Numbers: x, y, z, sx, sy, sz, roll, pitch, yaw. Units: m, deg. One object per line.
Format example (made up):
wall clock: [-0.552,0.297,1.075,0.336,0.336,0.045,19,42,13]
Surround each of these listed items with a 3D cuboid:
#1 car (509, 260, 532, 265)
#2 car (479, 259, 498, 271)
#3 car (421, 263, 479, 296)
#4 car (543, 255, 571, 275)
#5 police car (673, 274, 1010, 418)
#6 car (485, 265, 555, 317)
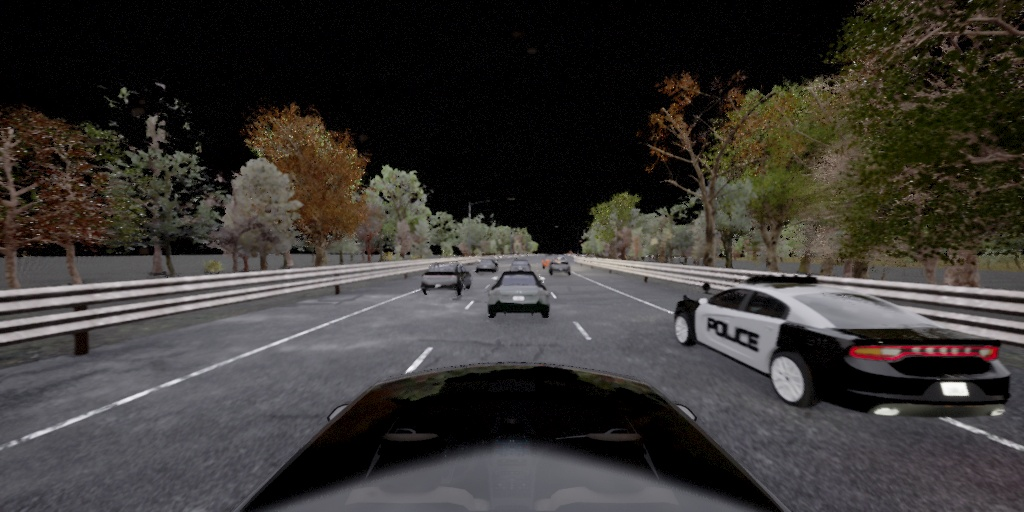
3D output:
car: [0.737,1.016,30.783,2.033,1.411,5.357,0,1,2]
car: [-2.496,0.973,36.688,1.994,1.385,4.181,0,1,3]
car: [-3.165,1.077,18.005,2.128,1.511,4.902,0,1,1]
car: [4.304,0.943,33.067,2.128,1.511,4.902,0,1,3]
police car: [4.571,1.135,6.267,1.930,1.638,5.238,0,1,1]
car: [0.230,1.206,12.658,1.994,1.385,4.181,0,1,1]
